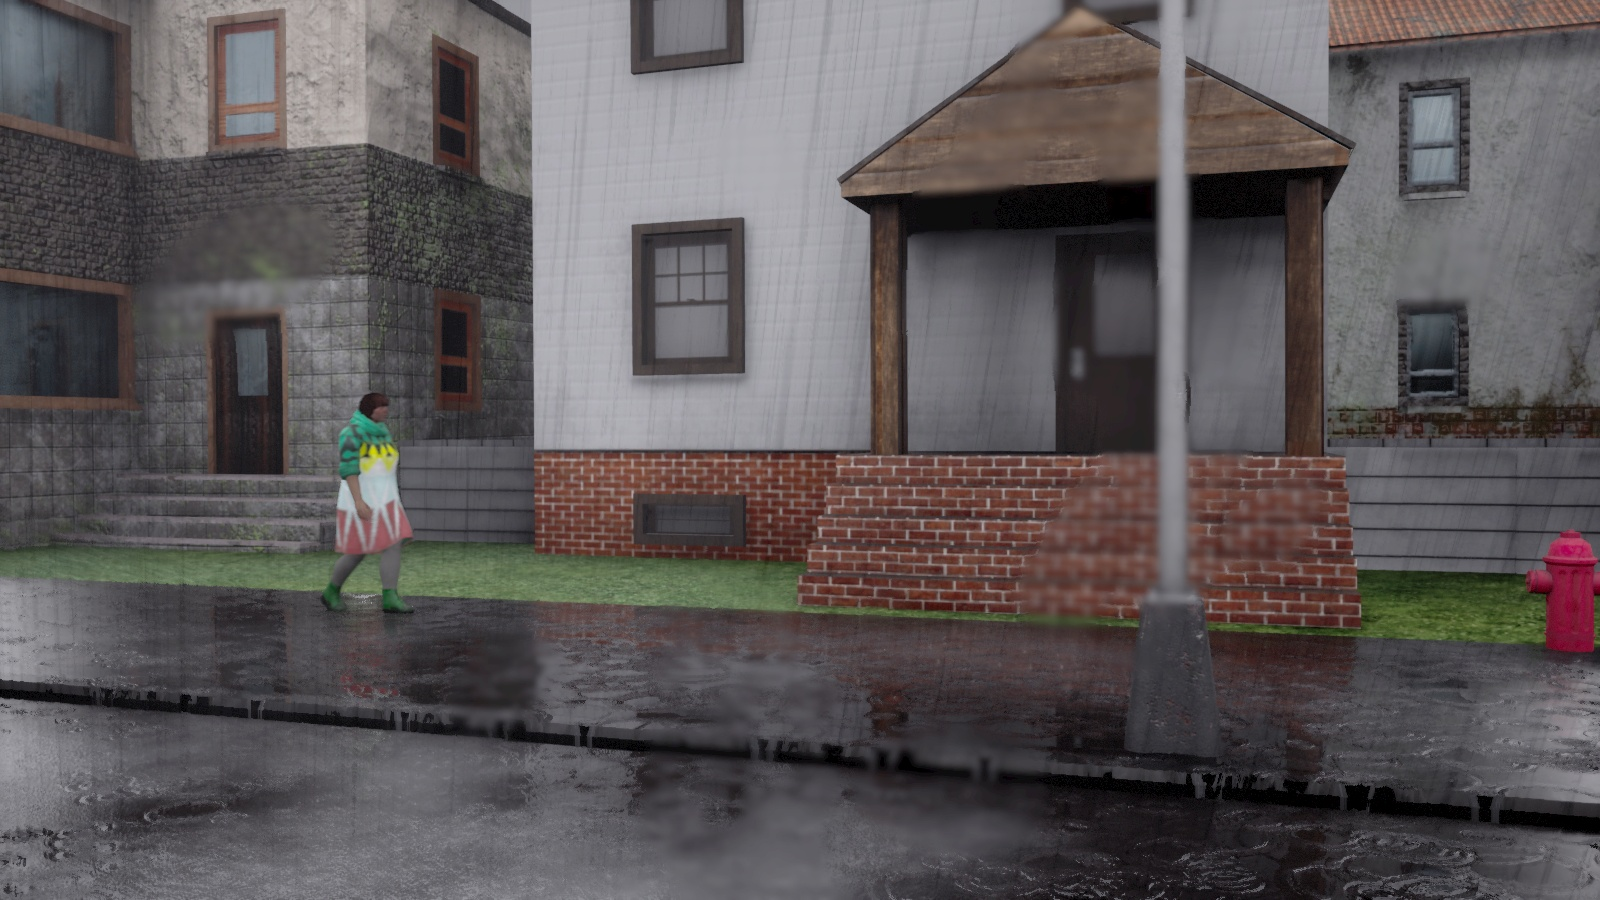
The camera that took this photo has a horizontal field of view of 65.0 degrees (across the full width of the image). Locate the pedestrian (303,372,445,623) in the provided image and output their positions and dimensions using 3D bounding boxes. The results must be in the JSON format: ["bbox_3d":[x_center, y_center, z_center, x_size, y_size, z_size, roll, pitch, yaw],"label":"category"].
[{"bbox_3d":[-3.458,0.360,10.214,0.873,1.952,0.659,1,1,22],"label":"pedestrian"}]
